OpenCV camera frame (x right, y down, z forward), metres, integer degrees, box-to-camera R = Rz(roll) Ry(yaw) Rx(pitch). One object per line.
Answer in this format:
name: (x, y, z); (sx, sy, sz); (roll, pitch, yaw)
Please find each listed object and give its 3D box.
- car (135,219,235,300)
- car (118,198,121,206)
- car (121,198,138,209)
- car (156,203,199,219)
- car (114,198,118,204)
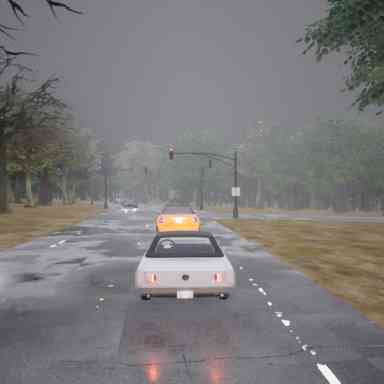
car: (-0.202, 1.605, 8.352); (1.895, 1.301, 4.718); (0, 0, -2)
car: (-13.224, 2.001, 66.086); (1.837, 1.490, 4.892); (0, -1, -15)
car: (-9.169, 1.783, 49.343); (1.994, 1.385, 4.181); (0, -1, -12)
car: (-0.775, 1.361, 17.324); (2.097, 1.767, 4.553); (0, 0, -4)
car: (-17.773, 2.266, 80.452); (1.812, 1.442, 4.674); (0, -1, -19)
